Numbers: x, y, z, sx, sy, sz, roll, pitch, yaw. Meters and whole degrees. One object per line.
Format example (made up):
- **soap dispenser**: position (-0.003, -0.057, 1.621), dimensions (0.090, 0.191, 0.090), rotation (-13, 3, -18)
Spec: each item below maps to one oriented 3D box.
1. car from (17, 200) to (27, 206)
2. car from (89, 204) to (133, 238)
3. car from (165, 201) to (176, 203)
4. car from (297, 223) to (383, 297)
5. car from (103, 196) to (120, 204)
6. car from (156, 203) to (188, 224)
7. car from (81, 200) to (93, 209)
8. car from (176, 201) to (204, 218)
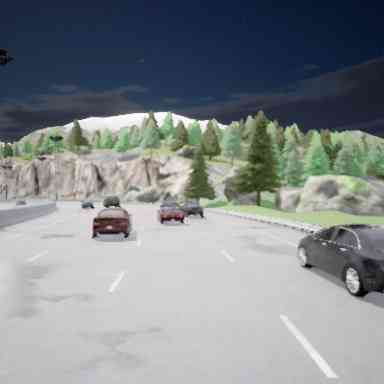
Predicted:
- **car**: position (-35.991, 2.331, 70.233), dimensions (1.895, 1.301, 4.718), rotation (0, -1, -28)
- **car**: position (-4.489, 1.667, 19.156), dimensions (1.882, 1.535, 5.008), rotation (0, -1, -8)
- **car**: position (-2.953, 1.926, 45.902), dimensions (2.128, 1.511, 4.902), rotation (0, 0, -17)
- **car**: position (4.359, 1.578, 8.795), dimensions (1.837, 1.490, 4.892), rotation (0, -1, -3)
- **car**: position (-13.740, 1.779, 56.671), dimensions (2.150, 2.045, 5.566), rotation (1, -1, -23)
- **car**: position (-1.880, 1.862, 27.609), dimensions (1.895, 1.301, 4.718), rotation (0, -1, -11)
- **car**: position (-18.201, 2.105, 57.735), dimensions (1.812, 1.442, 4.674), rotation (0, -1, -23)
- **car**: position (-0.074, 1.823, 34.085), dimensions (1.837, 1.490, 4.892), rotation (0, 0, -12)
